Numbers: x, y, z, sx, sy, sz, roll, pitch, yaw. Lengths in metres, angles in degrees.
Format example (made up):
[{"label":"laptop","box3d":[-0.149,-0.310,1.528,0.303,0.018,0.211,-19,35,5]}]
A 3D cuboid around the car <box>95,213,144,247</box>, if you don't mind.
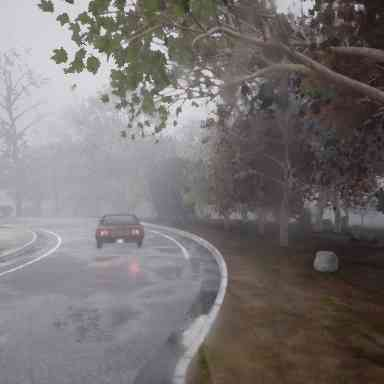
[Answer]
[{"label":"car","box3d":[-3.311,1.601,15.045,1.895,1.301,4.718,0,0,-14]}]
